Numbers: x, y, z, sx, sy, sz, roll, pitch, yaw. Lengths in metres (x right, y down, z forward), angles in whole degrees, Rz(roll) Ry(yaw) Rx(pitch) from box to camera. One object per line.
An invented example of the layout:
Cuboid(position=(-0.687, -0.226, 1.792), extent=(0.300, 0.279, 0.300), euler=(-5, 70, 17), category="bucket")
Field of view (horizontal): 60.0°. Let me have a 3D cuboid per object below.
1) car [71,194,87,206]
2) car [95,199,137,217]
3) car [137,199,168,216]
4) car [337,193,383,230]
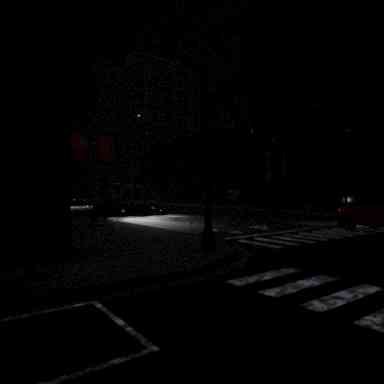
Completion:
Cuboid(position=(-17.517, 1.168, 50.154), extent=(2.097, 1.767, 4.553), euler=(-1, 1, -36), category="car")
Cuboid(position=(-7.262, 1.369, 30.244), extent=(2.128, 1.511, 4.902), euler=(-1, 0, -36), category="car")
Cuboid(position=(-4.128, 1.376, 31.483), extent=(1.812, 1.442, 4.674), euler=(-1, 0, -36), category="car")
Cuboid(position=(9.918, 1.084, 16.877), extent=(2.150, 2.045, 5.566), euler=(1, 0, -16), category="car")
